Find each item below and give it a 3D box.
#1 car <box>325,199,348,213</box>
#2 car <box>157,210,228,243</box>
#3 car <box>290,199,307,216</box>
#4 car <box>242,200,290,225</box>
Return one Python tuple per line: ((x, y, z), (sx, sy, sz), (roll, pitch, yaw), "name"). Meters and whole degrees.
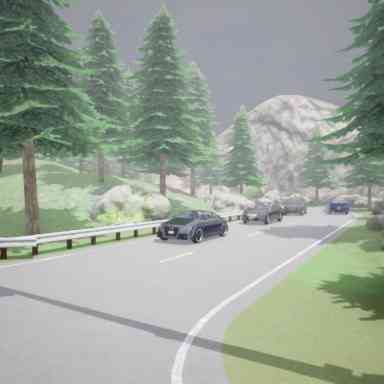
((16.058, 1.553, 37.090), (1.882, 1.535, 5.008), (1, 0, 16), "car")
((0.128, 1.573, 16.167), (1.994, 1.385, 4.181), (0, 0, 31), "car")
((10.429, 1.524, 33.497), (1.837, 1.490, 4.892), (0, 0, 24), "car")
((5.319, 1.506, 24.649), (2.128, 1.511, 4.902), (0, 0, 32), "car")
